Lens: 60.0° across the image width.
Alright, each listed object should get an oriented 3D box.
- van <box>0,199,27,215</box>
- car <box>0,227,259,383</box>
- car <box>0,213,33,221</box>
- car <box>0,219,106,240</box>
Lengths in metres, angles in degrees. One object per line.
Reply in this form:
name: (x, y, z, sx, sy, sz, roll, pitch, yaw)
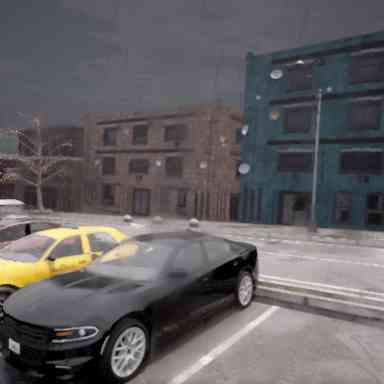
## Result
van: (-7.332, 1.258, 10.778, 1.878, 1.987, 4.442, 0, 0, 36)
car: (-0.554, 1.477, 5.802, 2.097, 1.535, 5.008, 0, 0, 36)
car: (-5.135, 1.511, 9.030, 2.163, 1.488, 4.792, 0, 0, 36)
car: (-2.944, 1.476, 7.274, 1.946, 1.575, 5.366, 0, 0, 36)
